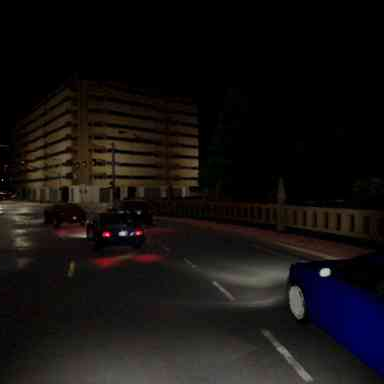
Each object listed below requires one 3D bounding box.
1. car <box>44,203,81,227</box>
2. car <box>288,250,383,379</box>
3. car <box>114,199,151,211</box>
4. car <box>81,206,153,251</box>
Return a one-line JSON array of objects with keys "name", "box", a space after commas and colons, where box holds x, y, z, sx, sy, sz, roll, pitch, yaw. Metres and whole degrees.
[{"name": "car", "box": [-8.893, 1.500, 23.134, 1.882, 1.535, 5.008, 0, 0, -36]}, {"name": "car", "box": [2.894, 1.461, 4.178, 1.882, 1.535, 5.008, 0, 0, -7]}, {"name": "car", "box": [-4.491, 1.355, 22.839, 2.097, 1.767, 4.553, 0, 0, -32]}, {"name": "car", "box": [-3.424, 1.552, 14.326, 2.033, 1.411, 5.357, 0, 0, -22]}]
